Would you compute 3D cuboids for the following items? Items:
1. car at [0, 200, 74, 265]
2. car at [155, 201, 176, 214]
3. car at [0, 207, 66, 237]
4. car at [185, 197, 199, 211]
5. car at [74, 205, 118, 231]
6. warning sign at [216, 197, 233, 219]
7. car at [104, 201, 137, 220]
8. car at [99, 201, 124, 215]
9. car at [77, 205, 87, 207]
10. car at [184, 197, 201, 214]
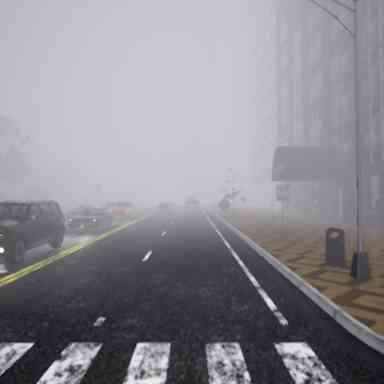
[{"bbox_3d":[-6.614,1.333,12.494,2.150,2.045,5.566,0,-1,0],"label":"car"},{"bbox_3d":[-3.301,1.949,40.976,1.812,1.442,4.674,0,-1,0],"label":"car"},{"bbox_3d":[-9.872,1.739,20.656,2.033,1.411,5.357,0,-1,0],"label":"car"},{"bbox_3d":[-0.008,1.792,52.246,2.150,2.045,5.566,0,-1,0],"label":"car"},{"bbox_3d":[-6.624,1.809,22.252,1.895,1.301,4.718,0,-1,0],"label":"car"},{"bbox_3d":[2.792,1.392,28.673,1.300,1.860,1.060,-1,-2,0],"label":"warning sign"},{"bbox_3d":[-6.624,1.667,32.024,2.097,1.767,4.553,0,-1,0],"label":"car"},{"bbox_3d":[-9.851,1.927,40.910,1.837,1.490,4.892,0,-1,0],"label":"car"},{"bbox_3d":[-9.871,1.863,30.589,1.994,1.385,4.181,0,-1,1],"label":"car"},{"bbox_3d":[0.050,1.789,42.118,2.097,1.767,4.553,0,-1,0],"label":"car"}]
